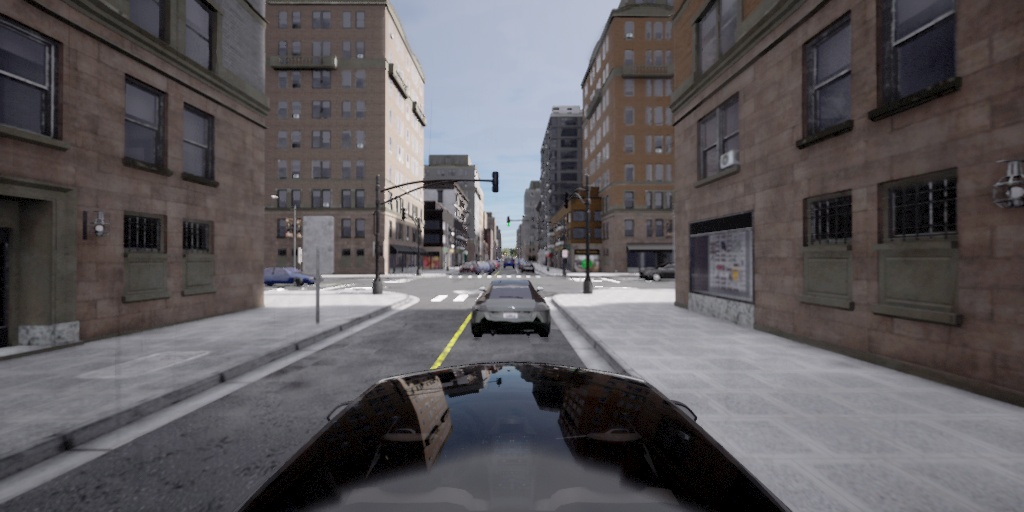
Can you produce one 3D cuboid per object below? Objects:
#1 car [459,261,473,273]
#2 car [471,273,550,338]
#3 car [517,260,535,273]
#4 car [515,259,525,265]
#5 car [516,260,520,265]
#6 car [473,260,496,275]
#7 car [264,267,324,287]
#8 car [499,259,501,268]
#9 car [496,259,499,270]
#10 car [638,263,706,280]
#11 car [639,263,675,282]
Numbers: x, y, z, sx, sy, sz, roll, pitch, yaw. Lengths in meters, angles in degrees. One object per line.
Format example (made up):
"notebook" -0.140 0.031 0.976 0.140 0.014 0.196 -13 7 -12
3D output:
"car" -5.925 1.469 48.276 1.967 1.591 4.097 0 0 0
"car" -0.025 1.359 10.341 1.994 1.385 4.181 0 0 0
"car" 2.100 1.594 48.307 1.948 1.339 4.313 0 0 0
"car" 2.034 1.709 64.839 1.948 1.339 4.313 0 0 0
"car" 2.056 1.686 59.329 1.802 1.307 4.207 0 0 0
"car" -3.392 1.528 44.316 1.812 1.442 4.674 0 0 1
"car" -16.631 1.481 25.918 5.357 1.411 2.033 0 0 0
"car" -3.410 1.615 63.948 1.882 1.535 5.008 0 0 0
"car" -3.403 1.615 53.996 2.033 1.411 5.357 0 0 0
"car" 14.595 1.400 32.902 5.357 1.411 2.033 0 0 -1
"car" 13.058 1.341 29.637 4.892 1.490 1.837 0 0 -1
